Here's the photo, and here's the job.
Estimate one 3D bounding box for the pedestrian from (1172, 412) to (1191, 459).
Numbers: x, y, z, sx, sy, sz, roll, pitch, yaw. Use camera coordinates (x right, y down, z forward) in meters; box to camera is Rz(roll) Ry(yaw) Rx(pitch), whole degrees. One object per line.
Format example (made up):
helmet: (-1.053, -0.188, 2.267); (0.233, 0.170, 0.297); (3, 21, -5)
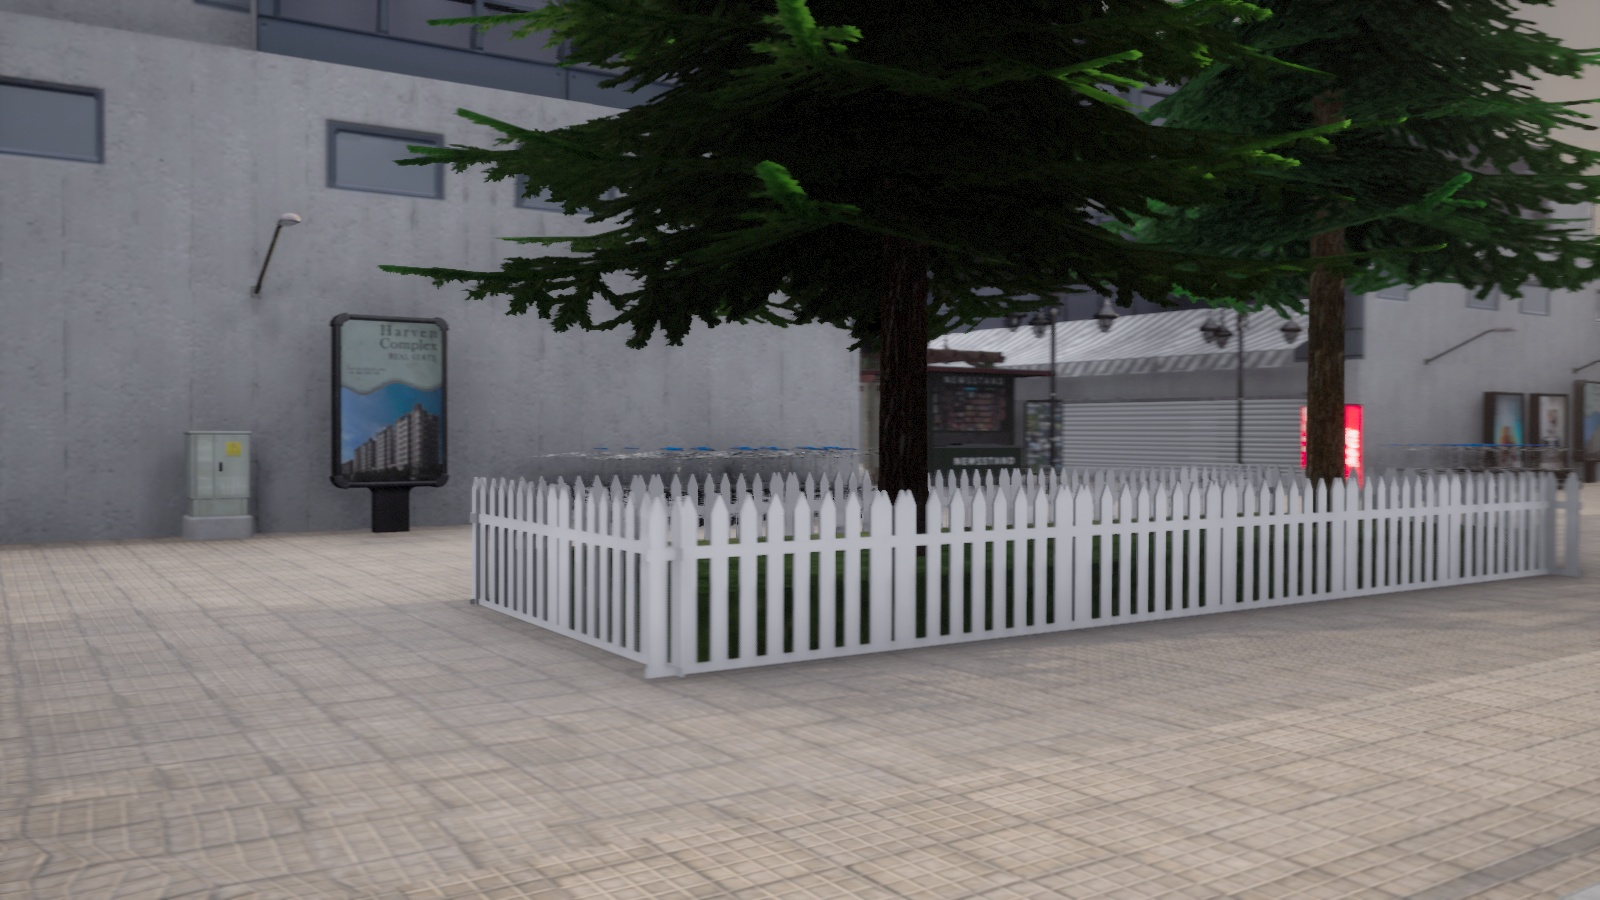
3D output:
pedestrian: (15.800, -0.609, 52.056); (0.395, 1.930, 0.692); (-1, 1, -22)
